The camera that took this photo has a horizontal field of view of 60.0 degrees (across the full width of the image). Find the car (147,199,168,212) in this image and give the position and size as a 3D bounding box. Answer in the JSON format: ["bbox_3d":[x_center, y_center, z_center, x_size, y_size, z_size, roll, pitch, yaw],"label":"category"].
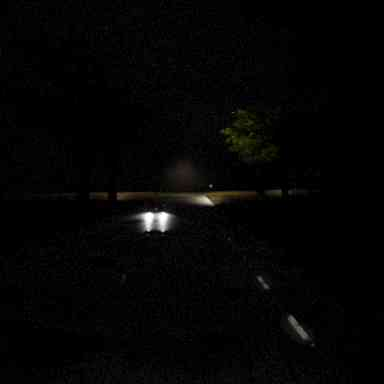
[{"bbox_3d":[-3.613,1.400,35.630,1.895,1.301,4.718,0,1,0],"label":"car"}]
